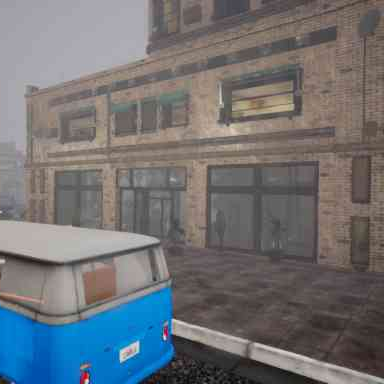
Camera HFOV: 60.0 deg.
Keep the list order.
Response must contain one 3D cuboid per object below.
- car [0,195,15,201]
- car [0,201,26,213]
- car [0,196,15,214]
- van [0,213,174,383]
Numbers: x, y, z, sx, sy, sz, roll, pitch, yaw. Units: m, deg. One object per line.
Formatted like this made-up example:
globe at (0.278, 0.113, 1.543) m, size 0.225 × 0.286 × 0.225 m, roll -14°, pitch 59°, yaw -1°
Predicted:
car at (-20.530, 1.349, 33.258) m, size 2.150 × 2.045 × 5.566 m, roll 1°, pitch 0°, yaw 36°
car at (-15.307, 1.793, 30.607) m, size 1.947 × 1.339 × 4.313 m, roll 0°, pitch 0°, yaw 36°
car at (-22.069, 1.411, 35.552) m, size 2.192 × 1.841 × 5.009 m, roll 0°, pitch 0°, yaw 36°
van at (-2.124, 1.340, 4.363) m, size 3.998 × 1.788 × 1.690 m, roll 0°, pitch 1°, yaw 35°
